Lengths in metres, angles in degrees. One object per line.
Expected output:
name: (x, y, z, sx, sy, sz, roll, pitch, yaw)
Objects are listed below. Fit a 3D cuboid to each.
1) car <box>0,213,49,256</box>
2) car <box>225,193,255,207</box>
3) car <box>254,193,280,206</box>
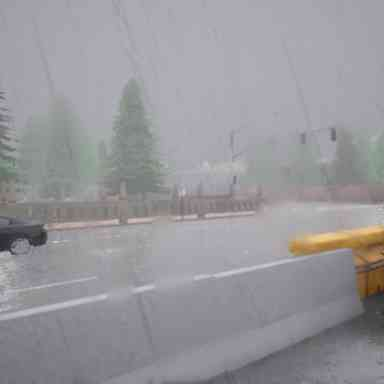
car: (-7.655, 1.471, 11.416, 5.008, 1.535, 1.882, -1, 1, -35)
car: (5.335, 1.180, 42.328, 1.895, 1.301, 4.718, -1, 1, -35)
car: (9.165, 0.880, 42.982, 2.097, 1.767, 4.553, -1, 1, -35)
